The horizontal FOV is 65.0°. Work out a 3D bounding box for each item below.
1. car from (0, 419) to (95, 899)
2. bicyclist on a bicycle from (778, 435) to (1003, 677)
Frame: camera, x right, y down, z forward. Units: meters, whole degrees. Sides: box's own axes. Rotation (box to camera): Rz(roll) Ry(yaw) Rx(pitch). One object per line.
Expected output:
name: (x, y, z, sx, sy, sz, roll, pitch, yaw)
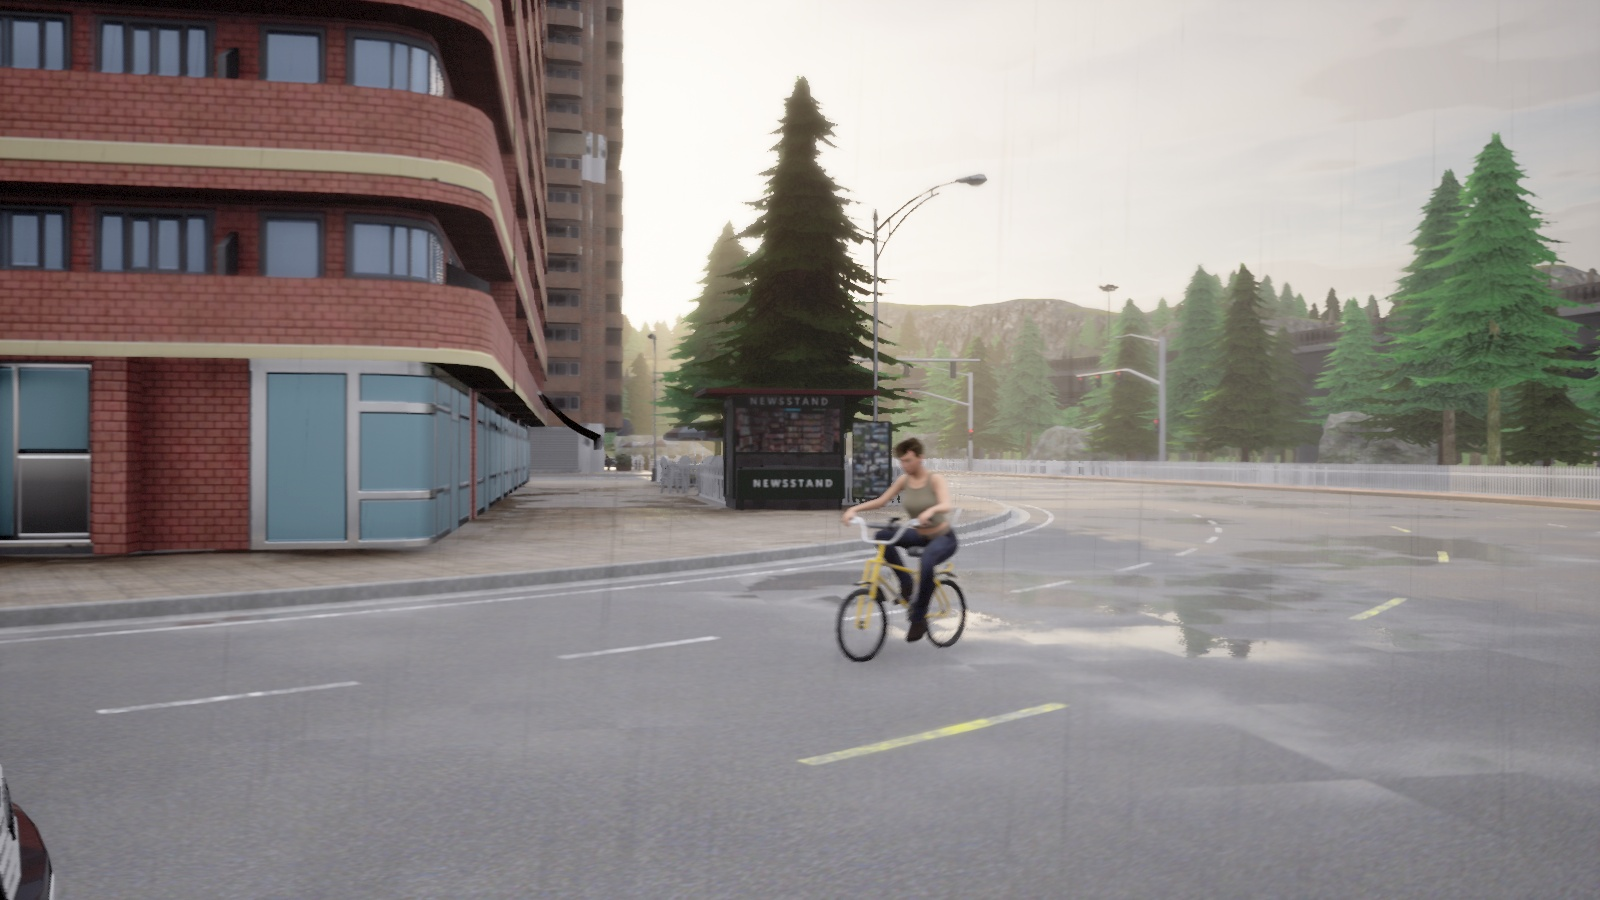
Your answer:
car: (-3.043, 0.737, 1.531, 3.705, 1.549, 1.789, 0, 0, -33)
bicyclist on a bicycle: (0.685, 0.711, 9.217, 0.866, 1.612, 1.509, -1, -1, 45)
